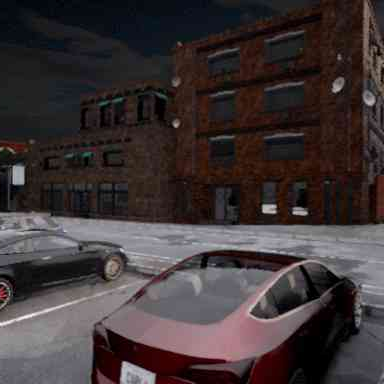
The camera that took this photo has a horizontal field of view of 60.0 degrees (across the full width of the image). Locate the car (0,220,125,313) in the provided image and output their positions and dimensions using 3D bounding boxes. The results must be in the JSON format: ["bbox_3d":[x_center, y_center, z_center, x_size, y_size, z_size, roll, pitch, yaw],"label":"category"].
[{"bbox_3d":[-3.617,1.564,7.735,2.002,1.452,4.674,0,0,36],"label":"car"}]

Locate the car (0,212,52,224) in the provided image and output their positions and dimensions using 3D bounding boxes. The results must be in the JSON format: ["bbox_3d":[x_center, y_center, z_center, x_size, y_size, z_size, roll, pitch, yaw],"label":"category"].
[{"bbox_3d":[-5.861,1.415,9.382,2.185,1.767,4.553,0,0,36],"label":"car"}]

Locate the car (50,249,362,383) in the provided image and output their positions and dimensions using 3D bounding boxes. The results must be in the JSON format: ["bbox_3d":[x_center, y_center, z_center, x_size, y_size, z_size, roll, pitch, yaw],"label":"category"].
[{"bbox_3d":[0.929,1.521,4.523,2.163,1.488,4.792,0,0,36],"label":"car"}]
